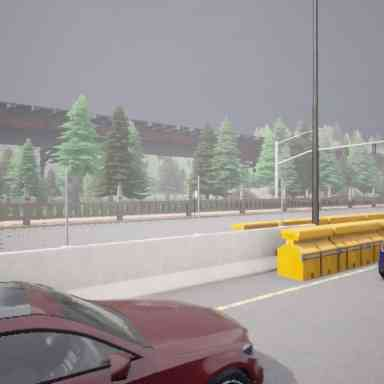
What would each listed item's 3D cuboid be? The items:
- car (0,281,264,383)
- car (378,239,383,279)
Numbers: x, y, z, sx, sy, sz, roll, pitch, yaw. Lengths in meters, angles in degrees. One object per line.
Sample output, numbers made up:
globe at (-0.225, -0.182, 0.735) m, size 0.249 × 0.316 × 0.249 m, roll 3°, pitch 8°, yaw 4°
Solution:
car at (-1.476, 1.526, 2.697) m, size 4.674 × 1.442 × 1.812 m, roll 0°, pitch 0°, yaw -36°
car at (6.868, 1.352, 8.668) m, size 4.553 × 1.767 × 2.097 m, roll 0°, pitch 0°, yaw -36°
